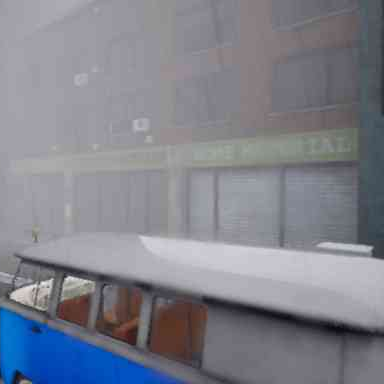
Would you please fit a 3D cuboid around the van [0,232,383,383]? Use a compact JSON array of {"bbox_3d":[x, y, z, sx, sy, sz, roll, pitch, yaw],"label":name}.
[{"bbox_3d":[-0.167,1.351,2.977,3.998,1.788,1.690,0,1,36],"label":"van"}]
